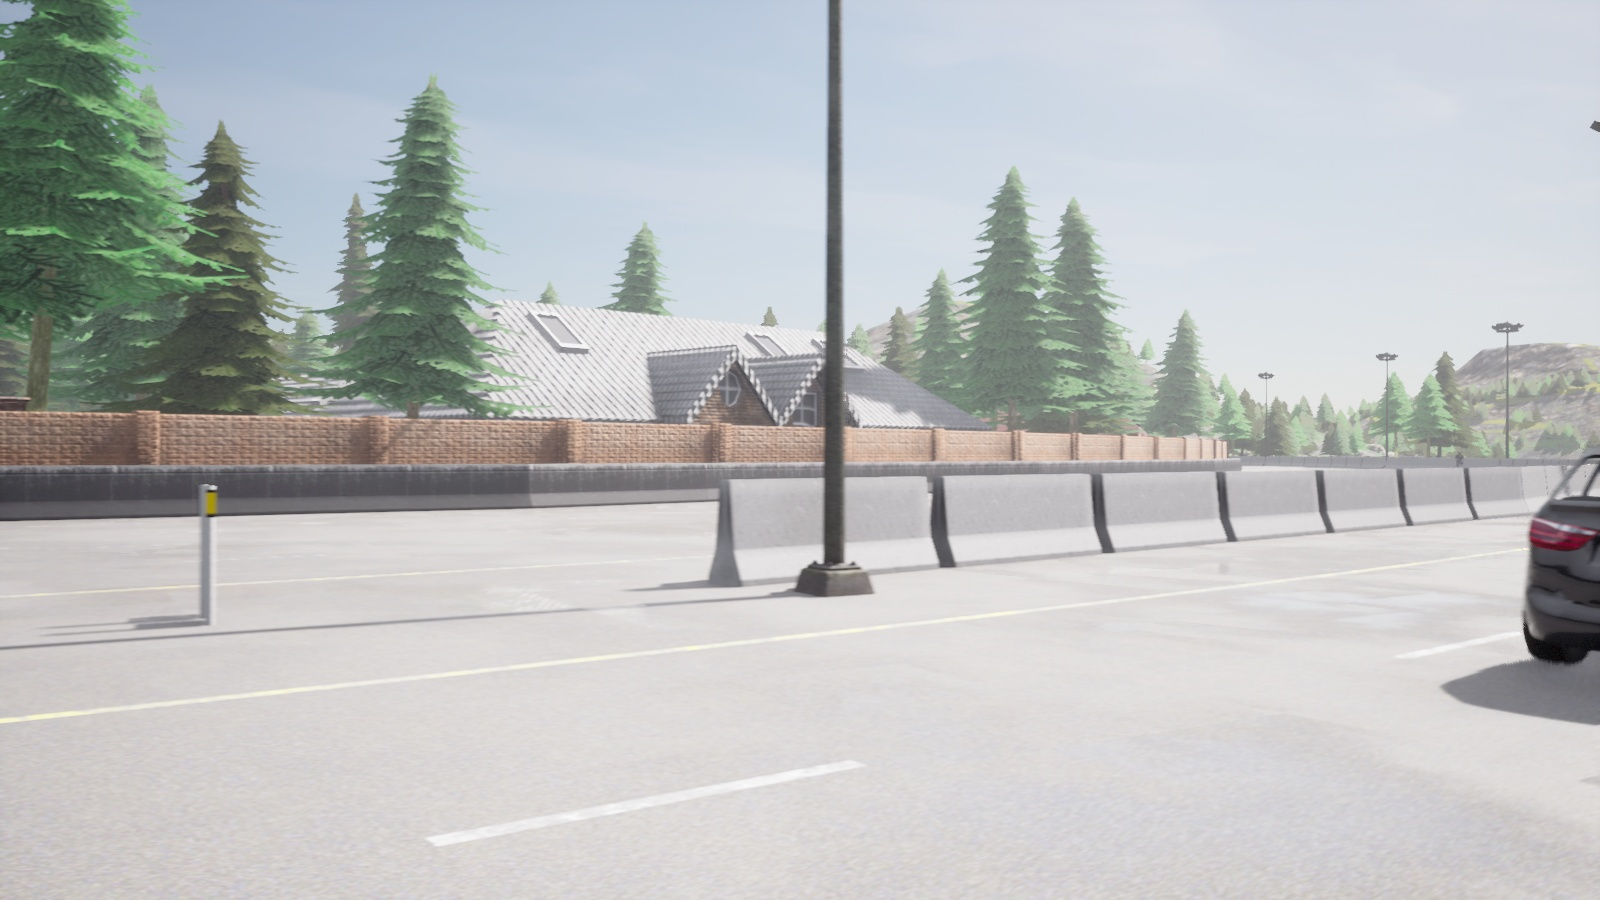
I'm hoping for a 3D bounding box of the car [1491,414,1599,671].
[{"bbox_3d":[7.265,0.597,9.254,4.611,1.667,2.242,0,0,-39],"label":"car"}]
